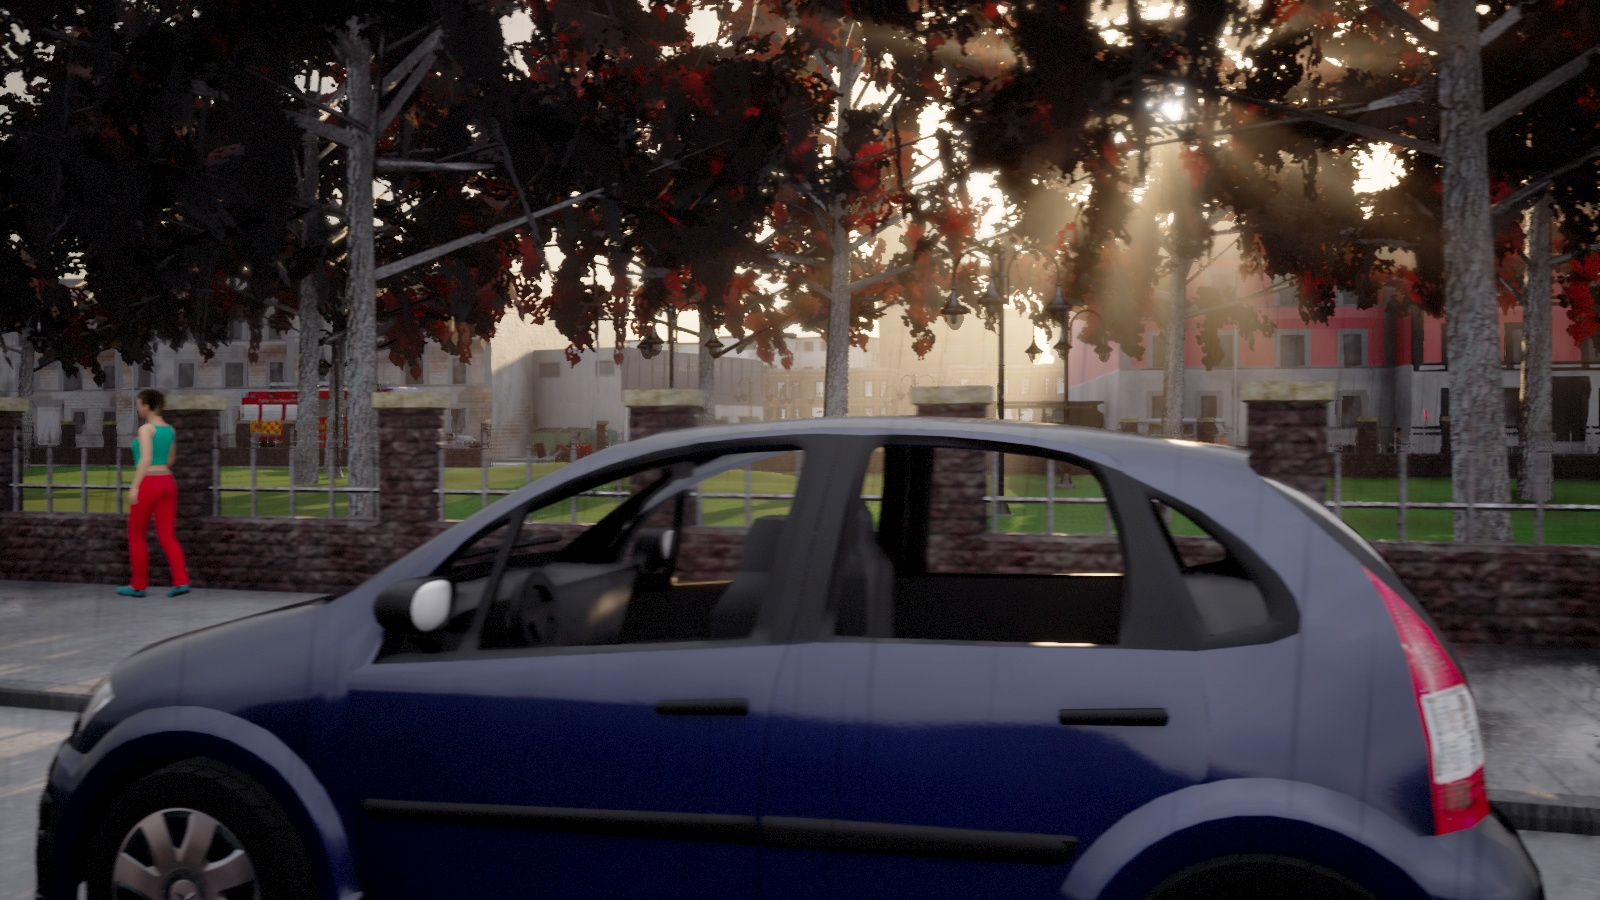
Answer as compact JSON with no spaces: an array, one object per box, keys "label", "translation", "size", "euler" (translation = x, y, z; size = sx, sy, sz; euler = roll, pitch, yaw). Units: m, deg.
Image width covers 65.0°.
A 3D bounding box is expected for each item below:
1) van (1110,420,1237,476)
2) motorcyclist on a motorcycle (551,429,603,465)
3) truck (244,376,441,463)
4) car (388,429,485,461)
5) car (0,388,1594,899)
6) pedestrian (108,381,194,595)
[{"label":"van","translation":[13.886,-0.107,46.764],"size":[4.442,1.987,1.775],"euler":[1,1,17]},{"label":"motorcyclist on a motorcycle","translation":[-9.584,-0.124,54.017],"size":[2.044,1.523,0.797],"euler":[1,1,17]},{"label":"truck","translation":[-20.947,-1.390,57.505],"size":[8.468,3.827,2.891],"euler":[1,1,17]},{"label":"car","translation":[-17.563,-0.245,60.665],"size":[4.193,1.474,1.816],"euler":[1,1,17]},{"label":"car","translation":[-0.203,0.661,3.775],"size":[3.988,1.617,1.851],"euler":[1,1,15]},{"label":"pedestrian","translation":[-5.690,0.325,11.017],"size":[0.594,1.836,0.345],"euler":[1,1,17]}]
